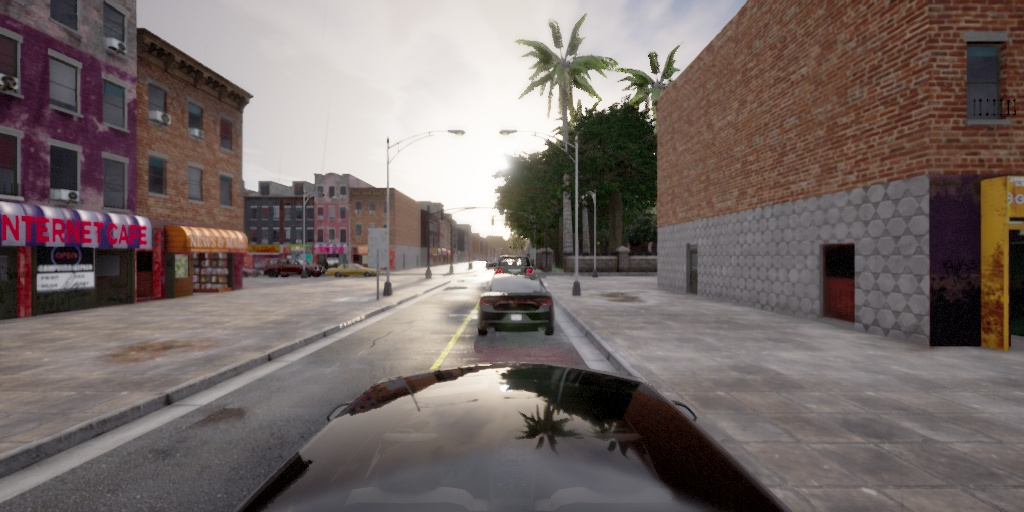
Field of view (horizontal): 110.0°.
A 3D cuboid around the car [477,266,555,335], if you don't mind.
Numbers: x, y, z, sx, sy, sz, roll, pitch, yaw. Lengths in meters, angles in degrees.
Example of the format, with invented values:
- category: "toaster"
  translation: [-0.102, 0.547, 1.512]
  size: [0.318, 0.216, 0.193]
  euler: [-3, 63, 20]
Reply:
- category: "car"
  translation: [0.099, 1.226, 10.494]
  size: [1.882, 1.535, 5.008]
  euler: [0, 0, 0]

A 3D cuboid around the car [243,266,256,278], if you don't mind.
- category: "car"
  translation: [-25.515, 1.394, 33.027]
  size: [4.207, 1.307, 1.802]
  euler: [0, 0, 0]

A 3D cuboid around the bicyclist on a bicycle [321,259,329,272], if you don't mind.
- category: "bicyclist on a bicycle"
  translation: [-20.145, 1.107, 38.679]
  size: [0.582, 1.620, 1.656]
  euler: [0, 0, 0]

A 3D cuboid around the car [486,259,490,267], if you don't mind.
- category: "car"
  translation: [-2.838, 1.124, 54.354]
  size: [2.097, 1.767, 4.553]
  euler: [0, 0, 0]

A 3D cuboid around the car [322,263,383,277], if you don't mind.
- category: "car"
  translation: [-14.441, 1.309, 33.040]
  size: [4.829, 1.417, 1.751]
  euler: [0, 0, 0]

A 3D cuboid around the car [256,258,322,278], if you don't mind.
- category: "car"
  translation: [-20.062, 1.113, 33.033]
  size: [5.009, 1.841, 2.192]
  euler: [0, 0, 0]

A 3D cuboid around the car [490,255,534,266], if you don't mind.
- category: "car"
  translation: [0.102, 0.971, 20.463]
  size: [2.150, 2.045, 5.566]
  euler: [0, 0, -1]
